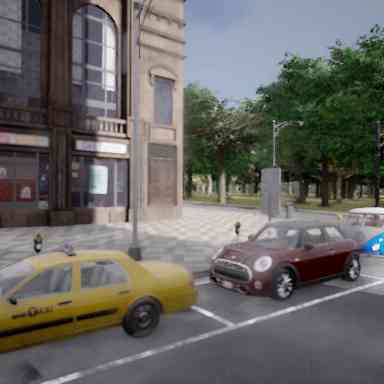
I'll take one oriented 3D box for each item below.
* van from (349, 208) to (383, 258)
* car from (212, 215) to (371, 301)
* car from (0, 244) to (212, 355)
[{"bbox_3d":[6.827,1.429,11.508,3.998,1.788,1.690,1,0,-35],"label":"van"},{"bbox_3d":[2.397,1.488,8.354,4.097,1.590,1.967,1,0,-35],"label":"car"},{"bbox_3d":[-2.171,1.533,5.101,4.829,1.417,1.752,1,0,-35],"label":"car"}]
